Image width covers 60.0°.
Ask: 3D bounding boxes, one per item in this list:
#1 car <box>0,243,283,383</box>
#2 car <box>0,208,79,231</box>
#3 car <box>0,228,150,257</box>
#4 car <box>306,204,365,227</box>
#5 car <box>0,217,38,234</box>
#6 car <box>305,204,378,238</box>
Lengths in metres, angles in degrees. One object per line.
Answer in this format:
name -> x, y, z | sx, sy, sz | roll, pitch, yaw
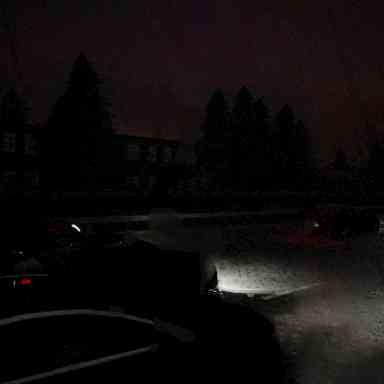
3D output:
car -> -1.268, 1.494, 2.842 | 4.902, 1.511, 2.128 | 0, 0, -36
car -> -6.361, 1.360, 12.106 | 4.553, 1.767, 2.097 | 0, 0, -36
car -> -1.480, 1.576, 6.990 | 4.181, 1.385, 1.994 | 0, 0, -36
car -> 10.492, 1.623, 24.149 | 4.674, 1.442, 1.812 | 0, 0, -36
car -> -6.398, 1.523, 7.781 | 4.674, 1.442, 1.812 | 0, 0, -36
car -> 8.324, 1.553, 18.286 | 5.008, 1.535, 1.882 | 0, 0, -36
